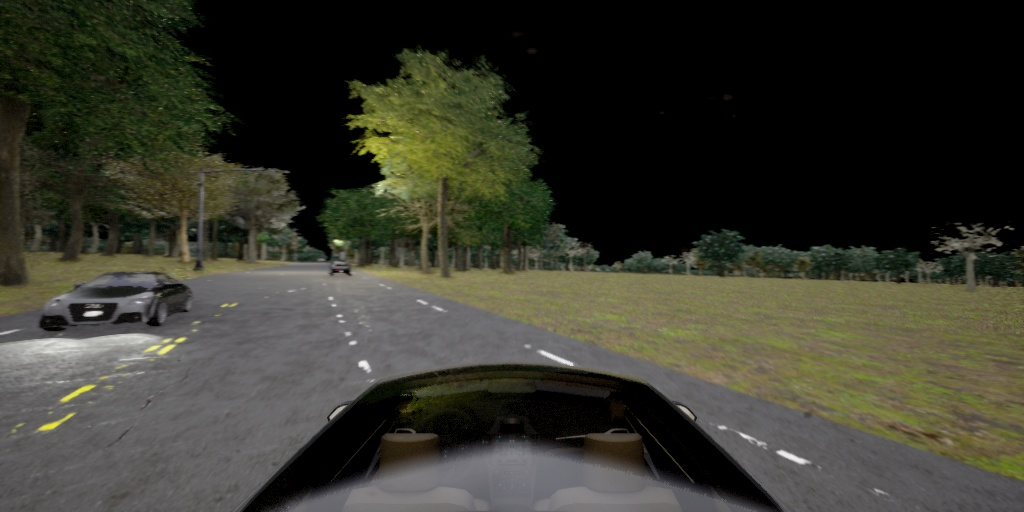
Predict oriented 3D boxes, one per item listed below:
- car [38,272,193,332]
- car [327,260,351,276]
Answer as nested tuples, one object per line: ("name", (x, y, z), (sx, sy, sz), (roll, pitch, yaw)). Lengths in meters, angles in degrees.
("car", (-10.702, 1.142, 10.078), (1.994, 1.385, 4.181), (2, -1, -29))
("car", (-17.381, 1.192, 36.191), (1.837, 1.490, 4.892), (2, -1, -29))
